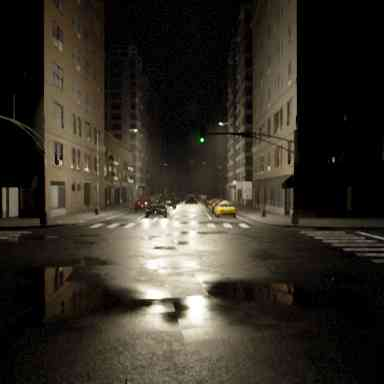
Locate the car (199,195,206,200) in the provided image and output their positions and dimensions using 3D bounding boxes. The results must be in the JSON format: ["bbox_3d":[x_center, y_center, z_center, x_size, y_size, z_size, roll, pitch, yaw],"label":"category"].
[{"bbox_3d":[2.618,1.448,84.753,1.802,1.307,4.206,0,0,0],"label":"car"}]

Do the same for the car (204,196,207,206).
[{"bbox_3d":[2.845,1.502,40.546,2.008,1.369,4.403,0,0,0],"label":"car"}]

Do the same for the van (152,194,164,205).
[{"bbox_3d":[-5.766,1.266,57.080,1.690,1.788,3.998,0,0,0],"label":"van"}]

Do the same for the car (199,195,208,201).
[{"bbox_3d":[2.646,1.429,79.227,2.008,1.369,4.403,0,0,0],"label":"car"}]

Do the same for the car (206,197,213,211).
[{"bbox_3d":[2.873,1.400,35.020,1.967,1.590,4.097,0,0,0],"label":"car"}]

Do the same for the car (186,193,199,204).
[{"bbox_3d":[-0.107,1.446,59.013,1.812,1.442,4.674,0,0,0],"label":"car"}]

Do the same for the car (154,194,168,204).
[{"bbox_3d":[-5.794,1.229,62.606,2.192,1.841,5.009,0,0,0],"label":"car"}]

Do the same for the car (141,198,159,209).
[{"bbox_3d":[-5.709,1.494,46.029,2.008,1.369,4.403,0,0,0],"label":"car"}]

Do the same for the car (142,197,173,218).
[{"bbox_3d":[-3.046,1.472,29.890,1.837,1.490,4.892,0,0,0],"label":"car"}]

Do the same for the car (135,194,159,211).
[{"bbox_3d":[-5.681,1.267,40.502,2.192,1.841,5.009,0,0,0],"label":"car"}]

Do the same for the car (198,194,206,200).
[{"bbox_3d":[2.589,1.294,90.278,1.967,1.590,4.097,0,0,0],"label":"car"}]

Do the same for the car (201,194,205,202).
[{"bbox_3d":[2.788,1.479,51.598,1.887,1.381,4.507,0,0,0],"label":"car"}]

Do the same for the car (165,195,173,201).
[{"bbox_3d":[-5.907,1.392,84.539,1.752,1.417,4.829,0,0,0],"label":"car"}]

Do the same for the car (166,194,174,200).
[{"bbox_3d":[-5.937,1.294,90.235,1.967,1.590,4.097,0,0,0],"label":"car"}]

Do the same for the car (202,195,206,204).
[{"bbox_3d":[2.817,1.509,46.072,1.947,1.339,4.313,0,0,0],"label":"car"}]

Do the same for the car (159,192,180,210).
[{"bbox_3d":[-3.103,1.167,42.879,2.150,2.045,5.566,0,0,0],"label":"car"}]

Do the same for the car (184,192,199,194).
[{"bbox_3d":[-0.158,1.392,69.049,2.128,1.511,4.902,0,0,0],"label":"car"}]

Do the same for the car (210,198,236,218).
[{"bbox_3d":[2.901,1.492,29.664,1.752,1.417,4.829,0,0,0],"label":"car"}]

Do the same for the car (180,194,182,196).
[{"bbox_3d":[-3.139,1.525,57.313,1.895,1.301,4.718,0,0,0],"label":"car"}]

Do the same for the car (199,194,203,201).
[{"bbox_3d":[2.760,1.475,57.123,2.008,1.369,4.403,0,0,0],"label":"car"}]

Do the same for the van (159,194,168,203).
[{"bbox_3d":[-5.820,1.244,68.130,1.690,1.788,3.998,0,0,0],"label":"van"}]

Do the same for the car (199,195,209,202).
[{"bbox_3d":[2.674,1.441,73.701,2.008,1.369,4.403,0,0,0],"label":"car"}]
